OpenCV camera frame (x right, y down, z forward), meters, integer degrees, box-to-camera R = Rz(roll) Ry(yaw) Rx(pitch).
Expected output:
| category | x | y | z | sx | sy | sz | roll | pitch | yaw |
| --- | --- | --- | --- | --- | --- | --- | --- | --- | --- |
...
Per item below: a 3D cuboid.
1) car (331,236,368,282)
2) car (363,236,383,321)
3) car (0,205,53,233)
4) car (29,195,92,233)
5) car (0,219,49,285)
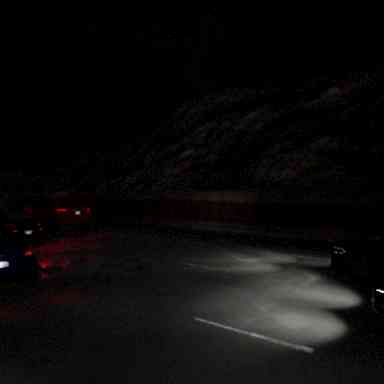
| category | x | y | z | sx | sy | sz | roll | pitch | yaw |
| --- | --- | --- | --- | --- | --- | --- | --- | --- | --- |
| car | 6.151 | 1.522 | 8.264 | 5.008 | 1.535 | 1.882 | 0 | 0 | 35 |
| car | 5.277 | 1.540 | 4.619 | 4.892 | 1.490 | 1.837 | 0 | 0 | 34 |
| car | -8.573 | 1.507 | 15.484 | 4.674 | 1.442 | 1.812 | 0 | 0 | 42 |
| car | -8.140 | 1.211 | 19.788 | 5.566 | 2.045 | 2.150 | 0 | 0 | 43 |
| car | -5.732 | 1.549 | 8.475 | 4.181 | 1.385 | 1.994 | 0 | 0 | 39 |
